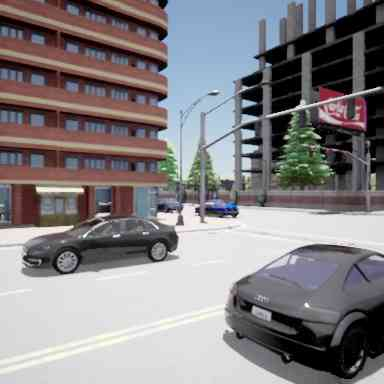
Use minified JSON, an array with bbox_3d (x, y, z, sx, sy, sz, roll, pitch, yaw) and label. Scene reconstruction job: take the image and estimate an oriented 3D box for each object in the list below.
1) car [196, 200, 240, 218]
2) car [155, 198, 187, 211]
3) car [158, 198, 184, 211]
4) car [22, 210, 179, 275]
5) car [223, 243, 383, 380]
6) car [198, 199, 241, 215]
[{"bbox_3d":[2.316,1.701,31.289,1.895,1.301,4.718,0,0,-35],"label":"car"},{"bbox_3d":[-2.940,1.596,44.565,1.882,1.535,5.008,0,0,-36],"label":"car"},{"bbox_3d":[-2.838,1.664,38.426,1.994,1.385,4.181,0,0,-37],"label":"car"},{"bbox_3d":[-2.717,1.524,10.653,4.892,1.490,1.837,0,0,-35],"label":"car"},{"bbox_3d":[2.554,1.590,5.583,4.181,1.385,1.994,0,0,-35],"label":"car"},{"bbox_3d":[2.925,1.596,36.452,1.882,1.535,5.008,0,0,-36],"label":"car"}]
